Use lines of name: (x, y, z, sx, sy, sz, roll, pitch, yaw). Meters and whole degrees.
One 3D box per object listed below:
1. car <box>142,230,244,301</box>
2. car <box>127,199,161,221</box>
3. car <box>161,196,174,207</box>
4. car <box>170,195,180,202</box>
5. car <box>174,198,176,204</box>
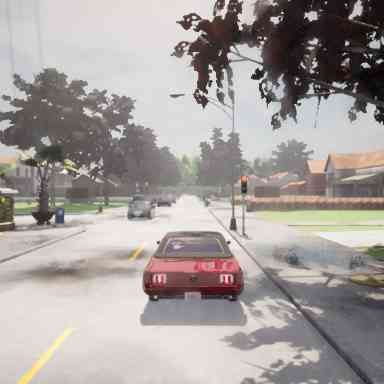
car: (0.042, 1.601, 8.252, 1.895, 1.301, 4.718, 0, 0, 1)
car: (-4.131, 1.491, 27.659, 2.128, 1.511, 4.902, 0, 0, 0)
car: (-4.156, 1.601, 50.878, 1.895, 1.301, 4.718, 0, 0, 0)
car: (-4.093, 1.524, 79.565, 2.033, 1.411, 5.357, 0, 0, 0)
car: (-4.118, 1.563, 64.641, 1.994, 1.385, 4.181, 0, 0, 1)
